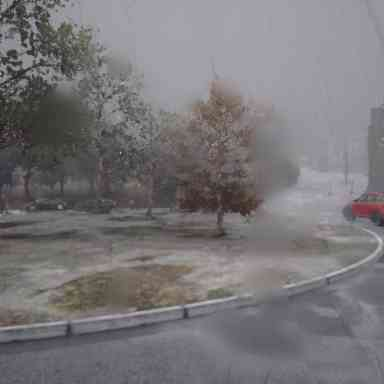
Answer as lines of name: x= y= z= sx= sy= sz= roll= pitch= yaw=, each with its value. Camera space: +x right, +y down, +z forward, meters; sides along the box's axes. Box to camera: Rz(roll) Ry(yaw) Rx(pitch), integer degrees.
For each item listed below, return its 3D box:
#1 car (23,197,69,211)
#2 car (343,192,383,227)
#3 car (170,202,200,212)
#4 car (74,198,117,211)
car: x=-16.875 y=1.373 z=38.537 sx=4.892 sy=1.490 sz=1.837 roll=-2 pitch=1 yaw=-28
car: x=11.820 y=1.004 z=21.095 sx=2.150 sy=2.045 sz=5.566 roll=0 pitch=1 yaw=-2
car: x=-0.135 y=1.381 z=37.101 sx=4.902 sy=1.511 sz=2.128 roll=0 pitch=0 yaw=23
car: x=-10.835 y=1.403 z=37.627 sx=4.674 sy=1.442 sz=1.812 roll=0 pitch=0 yaw=-14
